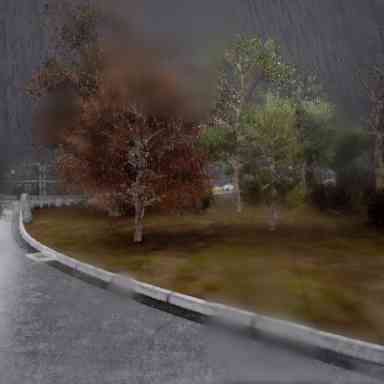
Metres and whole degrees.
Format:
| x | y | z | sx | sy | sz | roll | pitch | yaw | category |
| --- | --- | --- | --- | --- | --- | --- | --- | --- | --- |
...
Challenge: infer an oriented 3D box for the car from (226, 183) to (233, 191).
| x | y | z | sx | sy | sz | roll | pitch | yaw | category |
| --- | --- | --- | --- | --- | --- | --- | --- | --- | --- |
| 10.697 | -1.418 | 93.779 | 5.566 | 2.045 | 2.435 | -4 | 2 | -32 | car |

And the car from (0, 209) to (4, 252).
| x | y | z | sx | sy | sz | roll | pitch | yaw | category |
| --- | --- | --- | --- | --- | --- | --- | --- | --- | --- |
| -8.359 | 1.479 | 12.505 | 2.033 | 1.411 | 5.357 | 0 | 1 | -35 | car |

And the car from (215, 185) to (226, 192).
| x | y | z | sx | sy | sz | roll | pitch | yaw | category |
| --- | --- | --- | --- | --- | --- | --- | --- | --- | --- |
| 5.773 | -0.815 | 90.747 | 5.366 | 1.575 | 1.946 | -4 | 2 | -32 | car |

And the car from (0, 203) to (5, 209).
| x | y | z | sx | sy | sz | roll | pitch | yaw | category |
| --- | --- | --- | --- | --- | --- | --- | --- | --- | --- |
| -15.529 | 1.306 | 25.421 | 2.033 | 1.411 | 5.357 | 0 | 0 | -27 | car |
